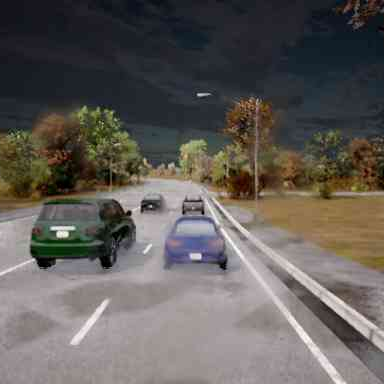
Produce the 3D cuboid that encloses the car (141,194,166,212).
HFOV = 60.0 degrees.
[{"bbox_3d":[-3.400,0.905,29.878,1.882,1.535,5.008,0,3,0],"label":"car"}]

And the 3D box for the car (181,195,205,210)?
[{"bbox_3d":[0.100,0.973,28.819,2.128,1.511,4.902,0,3,0],"label":"car"}]

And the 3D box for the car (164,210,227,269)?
[{"bbox_3d":[0.099,1.527,11.059,1.812,1.442,4.674,0,0,0],"label":"car"}]

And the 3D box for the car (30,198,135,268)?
[{"bbox_3d":[-3.400,1.219,11.417,2.150,2.045,5.566,0,0,0],"label":"car"}]
